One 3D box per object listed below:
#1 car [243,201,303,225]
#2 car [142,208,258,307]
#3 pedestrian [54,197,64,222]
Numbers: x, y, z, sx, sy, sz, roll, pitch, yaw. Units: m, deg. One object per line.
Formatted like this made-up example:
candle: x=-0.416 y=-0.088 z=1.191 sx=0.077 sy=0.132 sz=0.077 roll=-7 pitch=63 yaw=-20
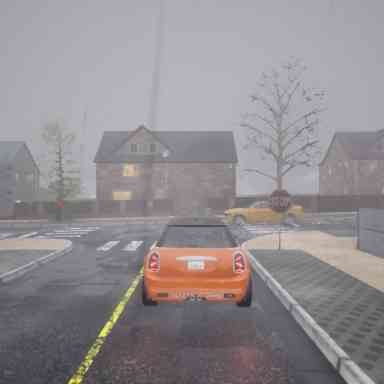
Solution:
car: x=4.530 y=1.301 z=21.362 sx=5.008 sy=1.535 sz=1.882 roll=-1 pitch=1 yaw=0
car: x=0.155 y=1.351 z=8.158 sx=2.097 sy=1.767 sz=4.553 roll=0 pitch=0 yaw=2
pedestrian: x=-9.699 y=1.257 z=24.218 sx=0.375 sy=1.860 sz=0.375 roll=0 pitch=2 yaw=0
